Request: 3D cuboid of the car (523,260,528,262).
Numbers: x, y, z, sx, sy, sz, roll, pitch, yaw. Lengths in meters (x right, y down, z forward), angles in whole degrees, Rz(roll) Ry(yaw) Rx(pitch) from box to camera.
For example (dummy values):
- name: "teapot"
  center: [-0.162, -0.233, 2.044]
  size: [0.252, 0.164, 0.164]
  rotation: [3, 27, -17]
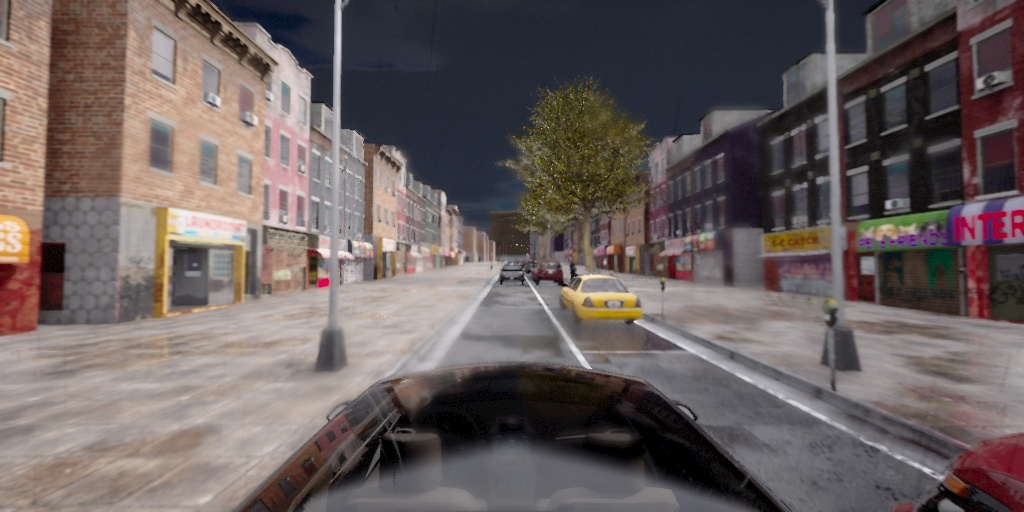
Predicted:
- name: "car"
  center: [2.635, 1.477, 43.845]
  size: [1.948, 1.339, 4.313]
  rotation: [0, 0, 0]

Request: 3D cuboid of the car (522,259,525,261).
- name: "car"
  center: [2.634, 1.474, 49.402]
  size: [1.948, 1.339, 4.313]
  rotation: [0, 0, 0]

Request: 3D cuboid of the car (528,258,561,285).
- name: "car"
  center: [2.636, 1.205, 27.173]
  size: [2.192, 1.841, 5.009]
  rotation: [0, 0, 0]

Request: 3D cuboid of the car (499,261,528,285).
- name: "car"
  center: [0.011, 1.390, 28.184]
  size: [2.128, 1.511, 4.902]
  rotation: [0, 0, 0]

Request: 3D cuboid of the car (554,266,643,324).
- name: "car"
  center: [2.748, 1.280, 12.223]
  size: [1.801, 1.575, 5.366]
  rotation: [0, 0, 0]

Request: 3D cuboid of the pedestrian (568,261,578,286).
- name: "pedestrian"
  center: [2.594, 1.135, 15.242]
  size: [0.375, 1.860, 0.375]
  rotation: [2, -2, 0]

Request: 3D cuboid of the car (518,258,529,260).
- name: "car"
  center: [2.632, 1.213, 60.509]
  size: [2.192, 1.841, 5.009]
  rotation: [0, 0, 0]

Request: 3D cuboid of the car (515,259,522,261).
- name: "car"
  center: [0.004, 1.449, 44.688]
  size: [1.812, 1.442, 4.674]
  rotation: [0, 0, 0]
